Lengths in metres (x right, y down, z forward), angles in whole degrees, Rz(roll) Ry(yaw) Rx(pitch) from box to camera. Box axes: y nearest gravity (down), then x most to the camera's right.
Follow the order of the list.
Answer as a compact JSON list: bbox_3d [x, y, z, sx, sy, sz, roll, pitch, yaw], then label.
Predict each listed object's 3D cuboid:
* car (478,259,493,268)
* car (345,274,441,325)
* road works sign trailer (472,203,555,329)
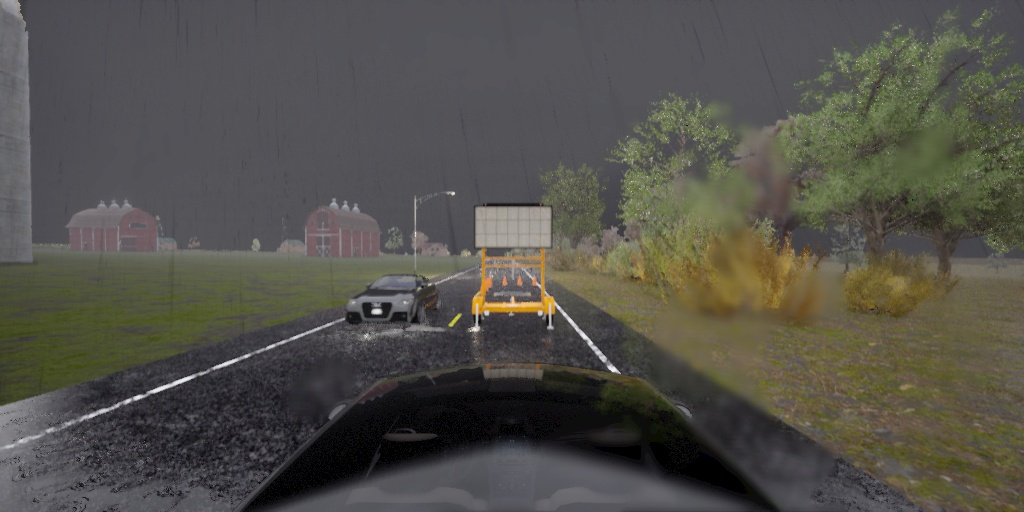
[{"bbox_3d":[-3.854,1.084,53.546,1.812,1.442,4.674,0,0,-1],"label":"car"},{"bbox_3d":[-3.585,1.276,11.503,1.994,1.385,4.181,0,0,0],"label":"car"},{"bbox_3d":[0.038,0.178,11.123,2.380,3.560,2.880,0,0,0],"label":"road works sign trailer"}]
